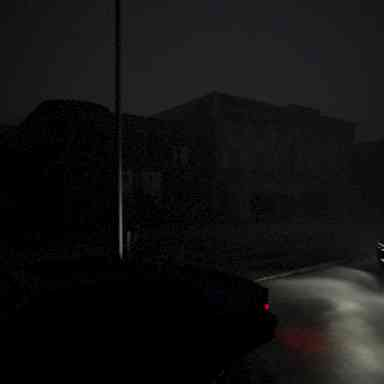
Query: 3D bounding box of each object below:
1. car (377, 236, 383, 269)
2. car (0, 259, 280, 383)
[{"bbox_3d":[7.437,1.457,9.884,5.008,1.535,1.882,0,0,-35],"label":"car"},{"bbox_3d":[-1.391,1.545,3.617,5.357,1.411,2.033,0,0,-35],"label":"car"}]
